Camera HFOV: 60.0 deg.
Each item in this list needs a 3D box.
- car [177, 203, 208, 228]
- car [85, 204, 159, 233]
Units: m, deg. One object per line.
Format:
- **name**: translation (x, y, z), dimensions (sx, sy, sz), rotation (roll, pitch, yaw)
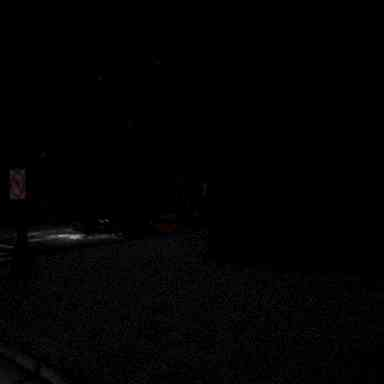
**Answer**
- **car**: translation (1.057, 1.506, 22.559), dimensions (1.882, 1.535, 5.008), rotation (0, 0, 36)
- **car**: translation (-4.123, 1.506, 20.309), dimensions (1.882, 1.535, 5.008), rotation (0, 0, 36)
